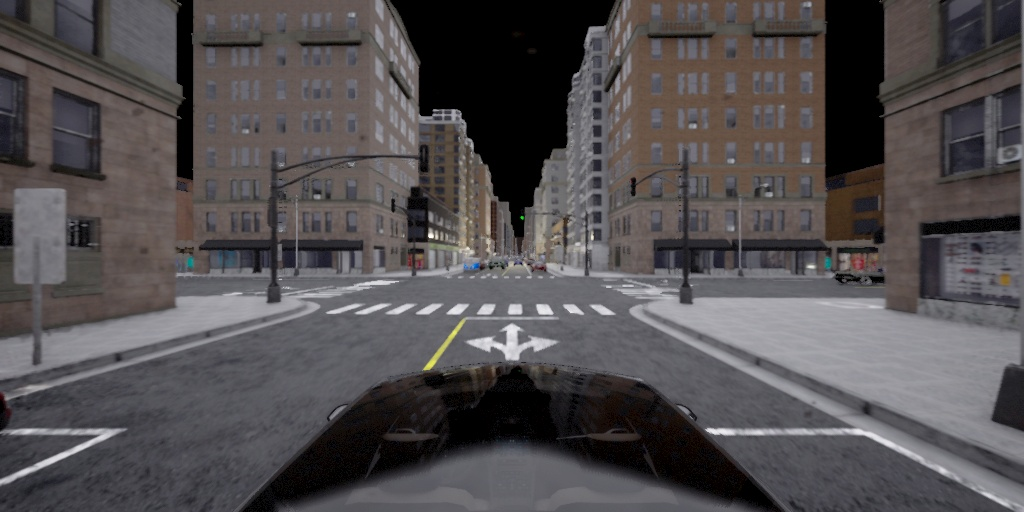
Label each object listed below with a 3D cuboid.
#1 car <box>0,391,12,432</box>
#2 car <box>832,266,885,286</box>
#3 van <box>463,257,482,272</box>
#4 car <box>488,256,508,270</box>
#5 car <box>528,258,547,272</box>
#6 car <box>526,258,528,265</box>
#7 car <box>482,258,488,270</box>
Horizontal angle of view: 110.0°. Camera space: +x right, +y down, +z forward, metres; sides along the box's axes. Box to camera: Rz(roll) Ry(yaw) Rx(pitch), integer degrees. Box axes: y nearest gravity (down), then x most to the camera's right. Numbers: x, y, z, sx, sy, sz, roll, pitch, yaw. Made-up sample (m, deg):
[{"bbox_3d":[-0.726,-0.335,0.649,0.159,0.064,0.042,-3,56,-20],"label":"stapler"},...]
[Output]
[{"bbox_3d":[-5.858,1.191,1.634,1.967,1.591,4.097,0,0,0],"label":"car"},{"bbox_3d":[25.346,1.381,24.964,4.718,1.301,1.895,0,0,1],"label":"car"},{"bbox_3d":[-5.160,1.119,45.519,1.690,1.789,3.998,0,0,1],"label":"van"},{"bbox_3d":[-2.190,1.009,52.861,2.150,2.045,5.566,0,0,2],"label":"car"},{"bbox_3d":[3.364,1.217,45.333,1.967,1.591,4.097,0,0,1],"label":"car"},{"bbox_3d":[3.611,1.372,56.381,1.802,1.307,4.207,0,0,1],"label":"car"},{"bbox_3d":[-5.036,1.100,51.041,2.192,1.841,5.009,0,0,1],"label":"car"}]
